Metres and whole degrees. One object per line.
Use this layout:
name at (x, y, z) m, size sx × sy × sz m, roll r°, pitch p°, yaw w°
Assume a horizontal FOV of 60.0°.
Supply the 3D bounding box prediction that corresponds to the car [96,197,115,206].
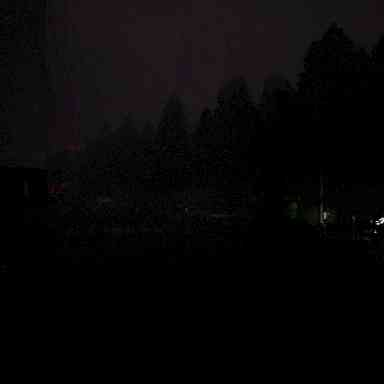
car at (-14.269, 1.506, 54.433) m, size 1.812 × 1.442 × 4.674 m, roll 0°, pitch 0°, yaw -35°

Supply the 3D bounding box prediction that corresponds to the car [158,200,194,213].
car at (-1.835, 1.582, 36.841) m, size 1.895 × 1.301 × 4.718 m, roll 0°, pitch 0°, yaw -35°

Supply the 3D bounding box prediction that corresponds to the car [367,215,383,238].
car at (10.589, 1.328, 15.280) m, size 4.553 × 1.767 × 2.097 m, roll 0°, pitch -1°, yaw 18°
